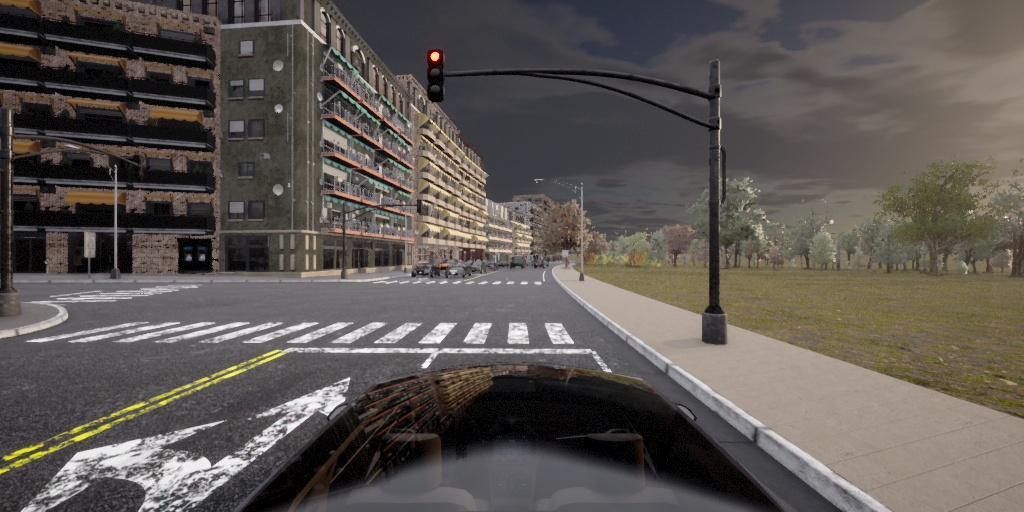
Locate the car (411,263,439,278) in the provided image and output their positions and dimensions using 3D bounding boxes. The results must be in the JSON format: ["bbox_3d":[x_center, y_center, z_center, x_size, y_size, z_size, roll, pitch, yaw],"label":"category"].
[{"bbox_3d":[-8.364,1.375,35.322,1.994,1.385,4.181,0,0,5],"label":"car"}]

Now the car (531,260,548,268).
[{"bbox_3d":[5.014,1.448,64.891,1.837,1.490,4.892,0,0,9],"label":"car"}]

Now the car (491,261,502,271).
[{"bbox_3d":[-3.216,1.446,53.397,1.994,1.385,4.181,0,0,7],"label":"car"}]

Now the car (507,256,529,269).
[{"bbox_3d":[1.117,1.126,60.075,2.150,2.045,5.566,0,-2,9],"label":"car"}]

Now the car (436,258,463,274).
[{"bbox_3d":[-7.582,1.195,43.742,2.097,1.767,4.553,0,0,6],"label":"car"}]

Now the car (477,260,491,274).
[{"bbox_3d":[-4.271,1.351,44.254,1.837,1.490,4.892,0,0,6],"label":"car"}]

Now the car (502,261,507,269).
[{"bbox_3d":[-1.815,1.531,63.438,1.895,1.301,4.718,0,0,9],"label":"car"}]

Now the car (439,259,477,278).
[{"bbox_3d":[-5.134,1.302,34.951,2.128,1.511,4.902,0,0,5],"label":"car"}]
